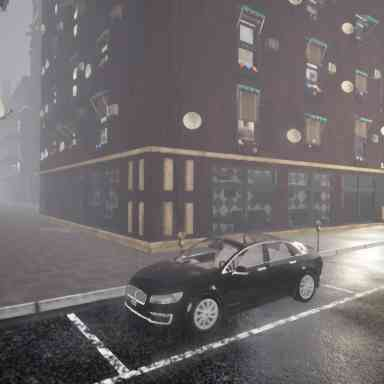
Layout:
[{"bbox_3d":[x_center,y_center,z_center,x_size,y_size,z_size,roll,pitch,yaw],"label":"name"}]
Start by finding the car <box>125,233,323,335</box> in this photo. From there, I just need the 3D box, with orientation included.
[{"bbox_3d":[0.840,1.552,6.650,4.403,1.369,2.008,0,1,-36],"label":"car"}]
